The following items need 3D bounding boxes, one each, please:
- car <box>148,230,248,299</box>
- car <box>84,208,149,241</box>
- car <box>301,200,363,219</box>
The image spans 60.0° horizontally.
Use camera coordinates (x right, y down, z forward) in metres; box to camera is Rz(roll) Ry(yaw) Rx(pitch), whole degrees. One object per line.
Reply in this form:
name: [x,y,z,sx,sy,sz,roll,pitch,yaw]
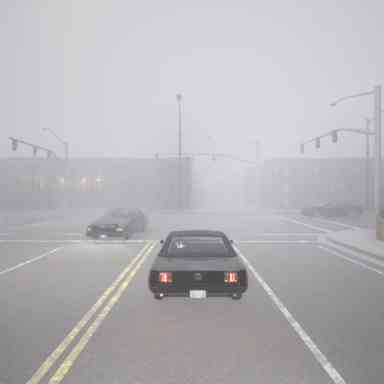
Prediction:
car: [0.117,1.601,8.370,1.895,1.301,4.718,0,0,0]
car: [-3.610,1.547,17.179,2.033,1.411,5.357,0,0,6]
car: [12.055,1.478,28.778,5.008,1.535,1.882,0,0,0]
